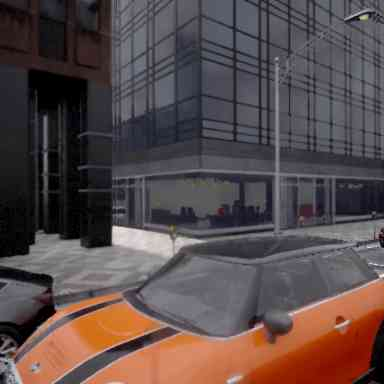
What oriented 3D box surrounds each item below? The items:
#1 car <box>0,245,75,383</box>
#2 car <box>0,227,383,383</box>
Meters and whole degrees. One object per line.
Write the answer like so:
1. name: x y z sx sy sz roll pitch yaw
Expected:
1. car: -3.837 1.599 3.837 4.313 1.339 1.947 0 -1 -37
2. car: 0.455 1.375 3.747 4.553 1.767 2.097 0 0 -37
